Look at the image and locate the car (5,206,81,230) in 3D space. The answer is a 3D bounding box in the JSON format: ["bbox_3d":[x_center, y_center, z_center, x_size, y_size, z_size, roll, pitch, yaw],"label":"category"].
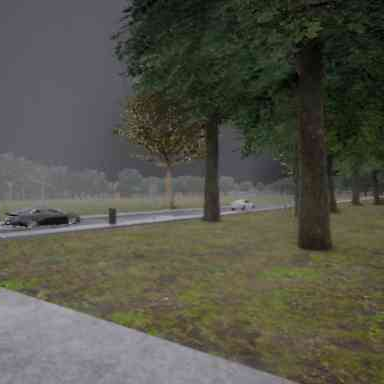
[{"bbox_3d":[-9.966,1.731,22.629,2.128,1.511,4.902,-1,-1,36],"label":"car"}]

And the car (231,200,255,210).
[{"bbox_3d":[7.087,1.800,46.438,1.812,1.442,4.674,-1,0,36],"label":"car"}]
